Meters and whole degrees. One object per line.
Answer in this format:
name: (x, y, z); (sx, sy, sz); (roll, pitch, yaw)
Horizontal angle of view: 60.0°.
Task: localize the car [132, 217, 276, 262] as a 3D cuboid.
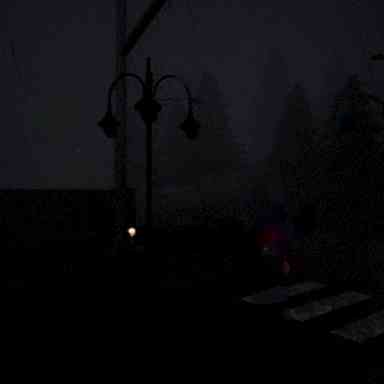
car: (0.336, 1.492, 11.400); (4.718, 1.301, 1.895); (1, 0, 24)
